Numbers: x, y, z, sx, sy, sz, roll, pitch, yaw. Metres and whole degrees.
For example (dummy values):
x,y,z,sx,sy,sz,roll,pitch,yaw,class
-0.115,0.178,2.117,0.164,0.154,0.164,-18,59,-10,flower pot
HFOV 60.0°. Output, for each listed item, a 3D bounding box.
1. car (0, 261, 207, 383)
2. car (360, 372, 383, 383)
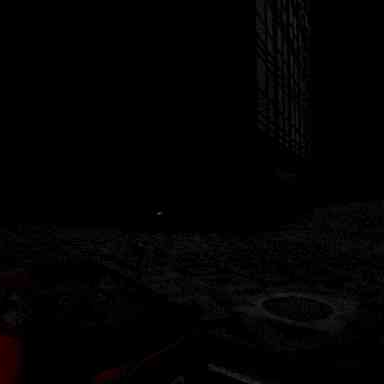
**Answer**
x,y,z,sx,sy,sz,roll,pitch,yaw,class
-1.949,1.583,4.244,4.507,1.381,1.887,-1,-1,35,car
2.496,1.425,1.078,4.097,1.590,1.967,-1,-1,35,car
